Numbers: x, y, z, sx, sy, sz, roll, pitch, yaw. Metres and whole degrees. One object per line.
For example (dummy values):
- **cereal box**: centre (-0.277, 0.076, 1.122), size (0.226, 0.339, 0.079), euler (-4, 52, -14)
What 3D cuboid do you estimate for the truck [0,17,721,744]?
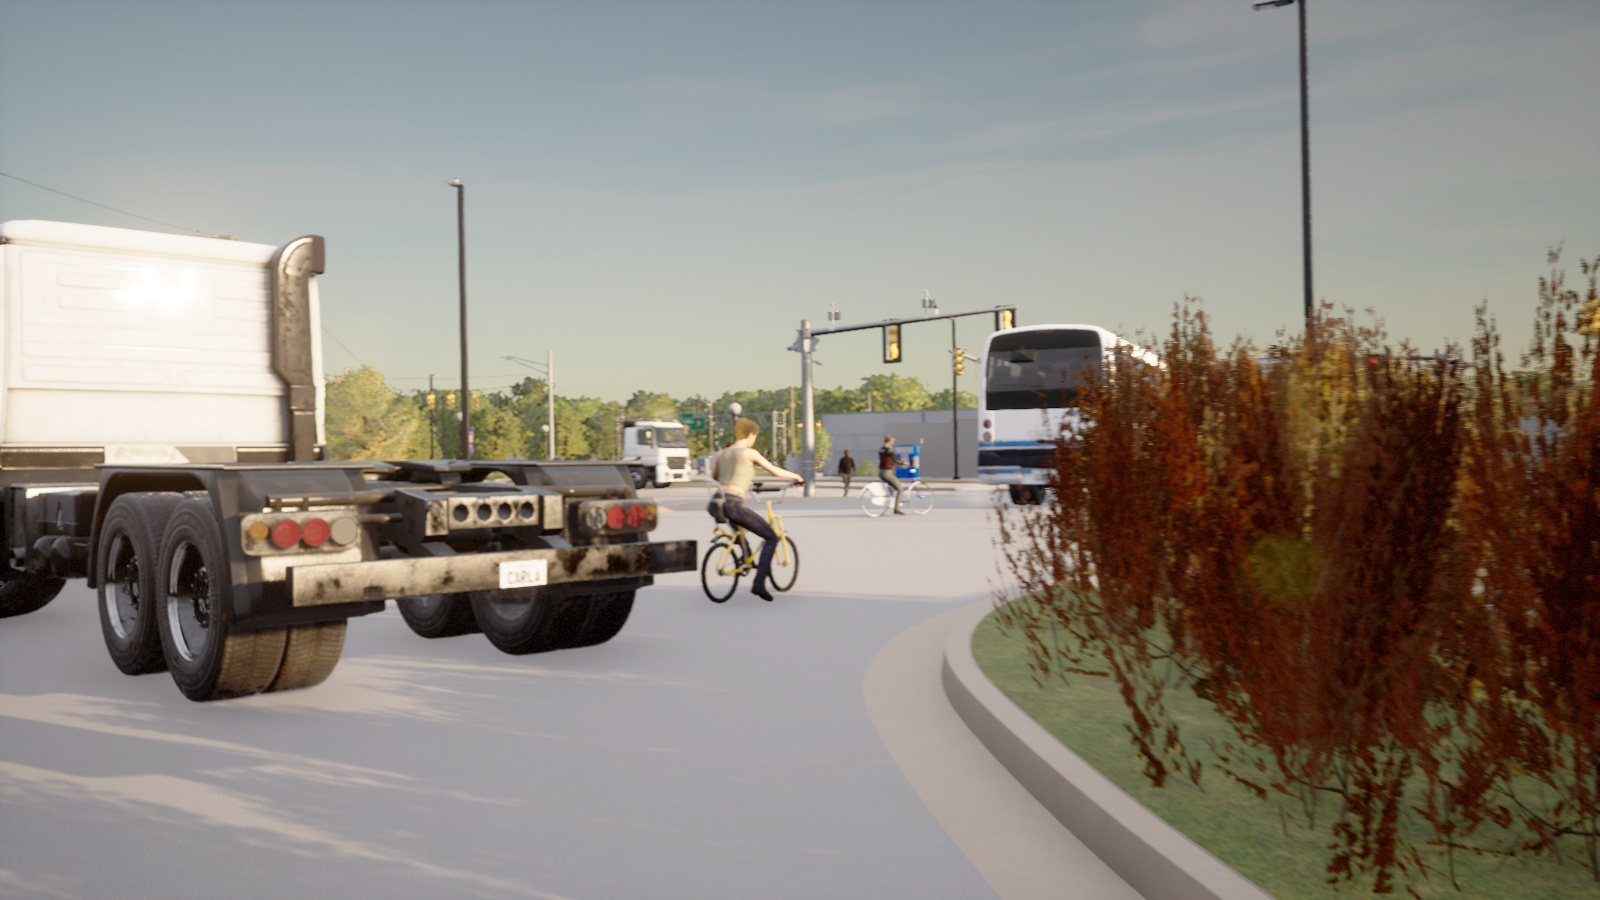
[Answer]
- **truck**: centre (-4.314, -0.318, 9.826), size (2.891, 3.462, 7.936), euler (0, 0, -44)

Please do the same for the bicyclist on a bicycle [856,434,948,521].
- **bicyclist on a bicycle**: centre (2.203, 0.574, 27.071), size (1.843, 1.776, 0.659), euler (-2, 0, -25)

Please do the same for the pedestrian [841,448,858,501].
- **pedestrian**: centre (1.755, 0.848, 44.233), size (0.431, 1.840, 0.703), euler (-1, 0, -9)

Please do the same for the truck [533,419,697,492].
- **truck**: centre (-9.431, 0.332, 63.940), size (7.936, 3.462, 2.891), euler (-2, -1, 25)

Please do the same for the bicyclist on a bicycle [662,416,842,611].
- **bicyclist on a bicycle**: centre (-0.401, 0.528, 11.248), size (0.866, 1.612, 1.509), euler (-1, 0, 34)

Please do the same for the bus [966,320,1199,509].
- **bus**: centre (7.941, -0.655, 33.717), size (3.944, 4.253, 10.273), euler (-1, -2, 25)
